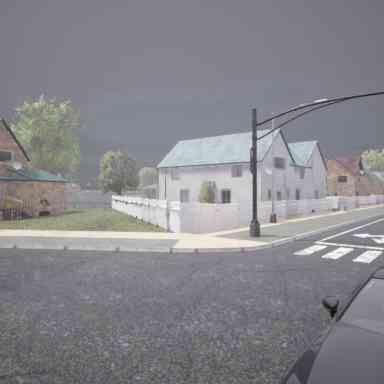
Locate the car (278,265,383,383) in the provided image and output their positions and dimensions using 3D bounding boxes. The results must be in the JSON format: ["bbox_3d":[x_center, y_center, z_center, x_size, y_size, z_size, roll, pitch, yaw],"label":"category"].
[{"bbox_3d":[2.520,1.524,3.395,1.812,1.442,4.674,0,0,42],"label":"car"}]
